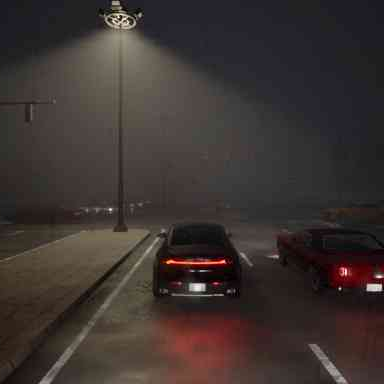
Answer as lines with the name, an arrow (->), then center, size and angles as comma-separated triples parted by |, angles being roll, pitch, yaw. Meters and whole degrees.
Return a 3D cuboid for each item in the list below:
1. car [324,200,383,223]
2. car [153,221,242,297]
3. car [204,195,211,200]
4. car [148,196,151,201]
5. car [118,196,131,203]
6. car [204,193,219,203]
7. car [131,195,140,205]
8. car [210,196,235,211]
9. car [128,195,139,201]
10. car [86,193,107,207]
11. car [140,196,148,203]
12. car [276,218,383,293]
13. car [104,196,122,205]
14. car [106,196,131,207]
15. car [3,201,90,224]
car -> 12.541, 1.477, 24.904 | 5.008, 1.535, 1.882 | 0, 0, 0
car -> 0.127, 1.505, 8.540 | 1.837, 1.490, 4.892 | 0, 0, 1
car -> 4.362, 1.595, 94.810 | 1.895, 1.301, 4.718 | 0, 0, 2
car -> -10.989, 1.552, 79.180 | 1.994, 1.385, 4.181 | 0, 0, 0
car -> -14.538, 1.553, 72.091 | 1.994, 1.385, 4.181 | 0, 0, 0
car -> 3.992, 1.224, 71.084 | 2.150, 2.045, 5.566 | 0, 0, 0
car -> -11.185, 1.505, 60.355 | 1.837, 1.490, 4.892 | 0, 0, 1
car -> 3.917, 1.526, 40.885 | 1.812, 1.442, 4.674 | -1, 0, -8
car -> -14.456, 1.517, 82.295 | 1.812, 1.442, 4.674 | 0, 0, 1
car -> -14.759, 1.221, 51.895 | 2.150, 2.045, 5.566 | 0, 0, 0
car -> -11.056, 1.595, 69.329 | 1.895, 1.301, 4.718 | 0, 0, 0
car -> 3.630, 1.601, 8.784 | 1.895, 1.301, 4.718 | 0, 0, 1
car -> -14.651, 1.547, 62.144 | 2.033, 1.411, 5.357 | 0, 0, 1
car -> -11.267, 1.601, 51.345 | 1.895, 1.301, 4.718 | 0, 0, 0
car -> -10.532, 1.547, 23.974 | 5.357, 1.411, 2.033 | 0, 0, -2
